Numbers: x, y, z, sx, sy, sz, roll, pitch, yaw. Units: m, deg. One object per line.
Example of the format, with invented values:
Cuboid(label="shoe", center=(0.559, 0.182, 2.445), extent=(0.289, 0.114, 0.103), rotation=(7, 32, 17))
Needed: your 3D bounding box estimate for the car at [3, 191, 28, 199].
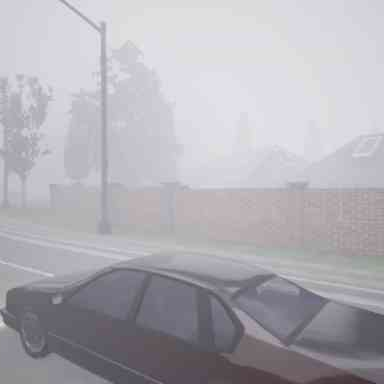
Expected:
Cuboid(label="car", center=(-32.313, 0.520, 61.087), extent=(1.882, 1.535, 5.008), rotation=(-1, 1, 8))

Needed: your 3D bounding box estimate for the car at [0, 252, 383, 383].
Cuboid(label="car", center=(-0.260, 1.523, 4.177), extent=(5.357, 1.411, 2.033), rotation=(1, 0, 35))
